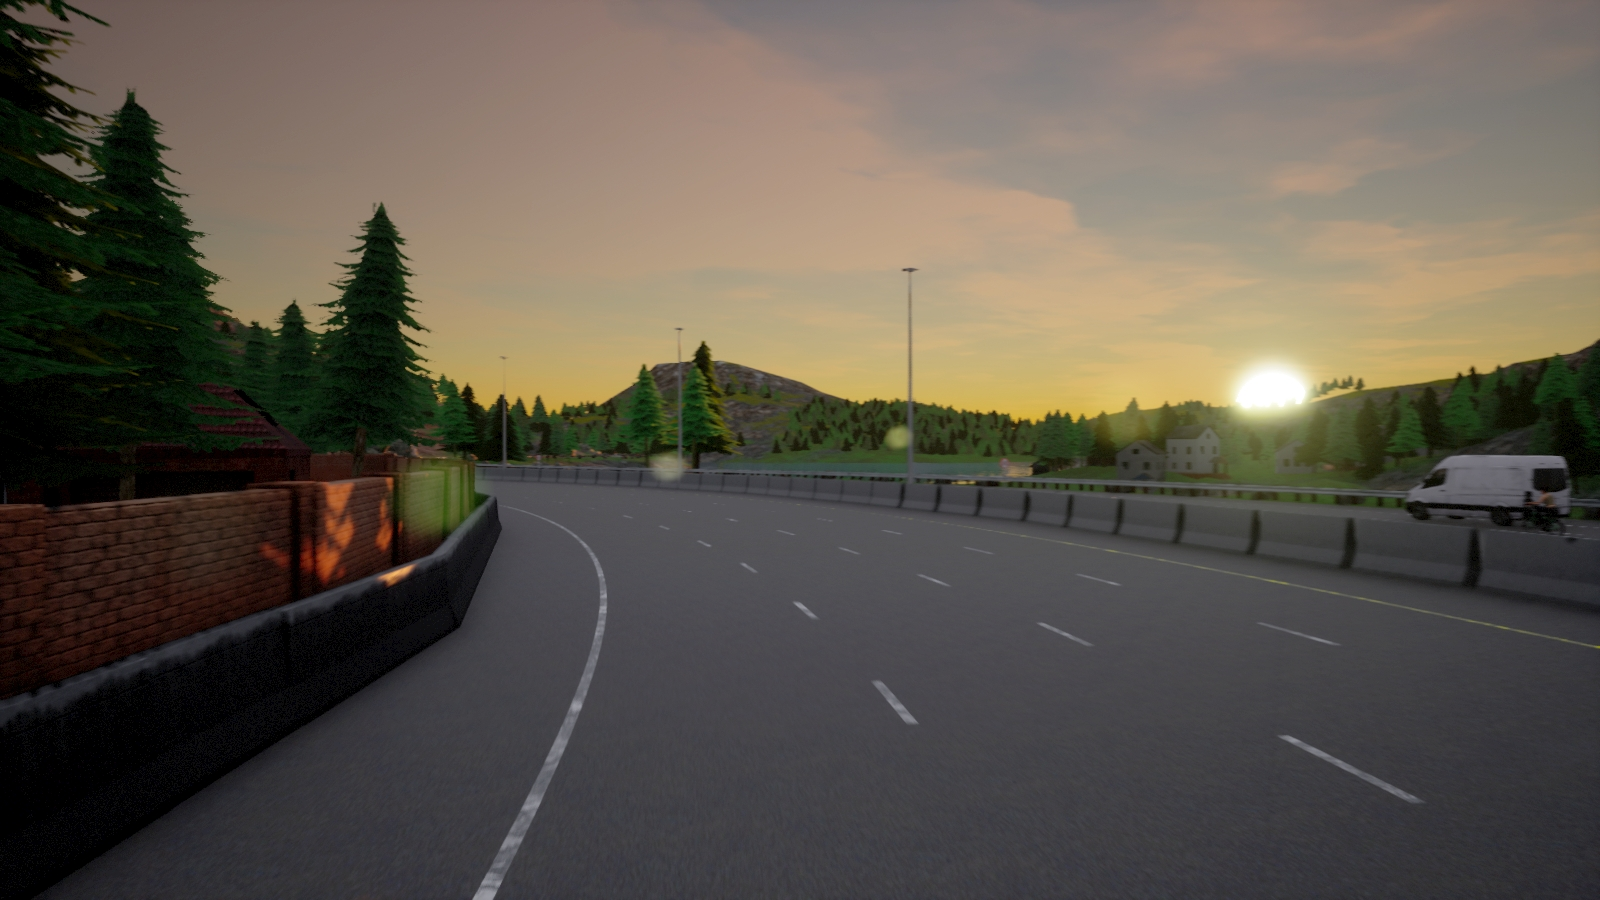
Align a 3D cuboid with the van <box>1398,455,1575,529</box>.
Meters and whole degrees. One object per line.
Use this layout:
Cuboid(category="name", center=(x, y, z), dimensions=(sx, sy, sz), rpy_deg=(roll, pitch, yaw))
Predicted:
Cuboid(category="van", center=(25.493, 1.480, 42.779), dimensions=(1.988, 2.561, 5.915), rpy_deg=(0, 0, -16))
